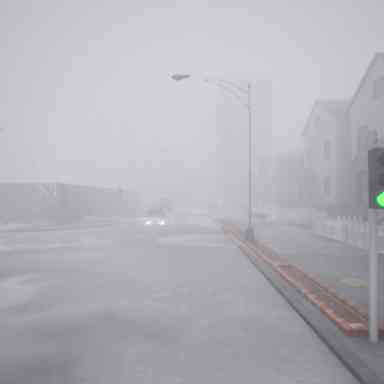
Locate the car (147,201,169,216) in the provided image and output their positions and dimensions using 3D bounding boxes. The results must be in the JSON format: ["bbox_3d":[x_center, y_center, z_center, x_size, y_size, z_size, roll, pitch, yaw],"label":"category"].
[{"bbox_3d":[-4.087,2.087,38.895,1.895,1.301,4.718,0,-1,0],"label":"car"}]

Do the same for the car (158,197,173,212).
[{"bbox_3d":[-4.061,1.840,49.540,2.150,2.045,5.566,0,-1,1],"label":"car"}]
